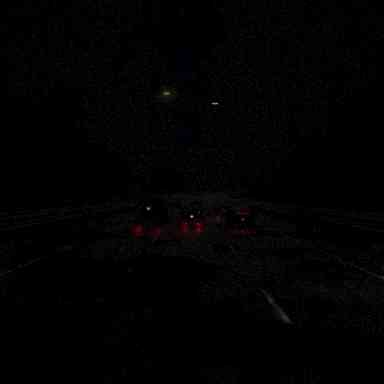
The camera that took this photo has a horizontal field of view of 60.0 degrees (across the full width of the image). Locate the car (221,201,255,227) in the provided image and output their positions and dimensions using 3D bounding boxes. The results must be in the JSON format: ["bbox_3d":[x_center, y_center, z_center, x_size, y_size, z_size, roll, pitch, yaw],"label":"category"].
[{"bbox_3d":[3.480,1.701,24.992,1.882,1.535,5.008,0,0,1],"label":"car"}]

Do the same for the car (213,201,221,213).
[{"bbox_3d":[3.734,1.898,42.106,1.812,1.442,4.674,0,0,2],"label":"car"}]

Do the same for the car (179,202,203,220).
[{"bbox_3d":[0.040,1.875,31.540,1.895,1.301,4.718,0,0,1],"label":"car"}]

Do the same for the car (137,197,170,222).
[{"bbox_3d":[-3.455,1.472,29.519,2.150,2.045,5.566,0,-1,1],"label":"car"}]

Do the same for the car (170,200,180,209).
[{"bbox_3d":[-2.907,1.989,54.349,1.812,1.442,4.674,0,0,2],"label":"car"}]

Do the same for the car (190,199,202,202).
[{"bbox_3d":[0.772,2.023,59.698,1.837,1.490,4.892,0,-1,2],"label":"car"}]
